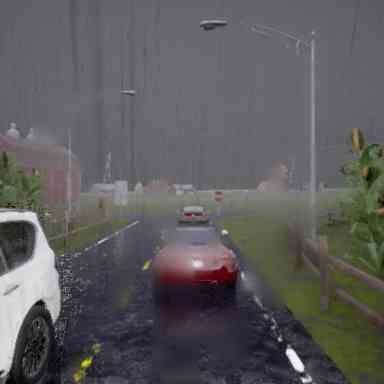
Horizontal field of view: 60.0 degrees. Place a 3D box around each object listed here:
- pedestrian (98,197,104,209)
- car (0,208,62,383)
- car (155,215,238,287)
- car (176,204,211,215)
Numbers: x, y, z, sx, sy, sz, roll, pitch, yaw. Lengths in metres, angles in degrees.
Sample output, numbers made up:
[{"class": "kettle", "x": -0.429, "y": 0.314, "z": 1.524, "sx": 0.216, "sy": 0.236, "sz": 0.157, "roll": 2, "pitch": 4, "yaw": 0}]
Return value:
[{"class": "pedestrian", "x": -11.205, "y": 1.491, "z": 40.883, "sx": 0.375, "sy": 1.860, "sz": 0.375, "roll": 0, "pitch": 0, "yaw": 4}, {"class": "car", "x": -2.847, "y": 1.213, "z": 2.336, "sx": 2.150, "sy": 2.045, "sz": 5.566, "roll": 0, "pitch": 0, "yaw": 0}, {"class": "car", "x": 0.094, "y": 1.565, "z": 9.366, "sx": 1.994, "sy": 1.385, "sz": 4.181, "roll": 0, "pitch": 0, "yaw": 0}, {"class": "car", "x": 0.082, "y": 1.507, "z": 20.179, "sx": 1.837, "sy": 1.490, "sz": 4.892, "roll": 0, "pitch": 0, "yaw": 0}]
